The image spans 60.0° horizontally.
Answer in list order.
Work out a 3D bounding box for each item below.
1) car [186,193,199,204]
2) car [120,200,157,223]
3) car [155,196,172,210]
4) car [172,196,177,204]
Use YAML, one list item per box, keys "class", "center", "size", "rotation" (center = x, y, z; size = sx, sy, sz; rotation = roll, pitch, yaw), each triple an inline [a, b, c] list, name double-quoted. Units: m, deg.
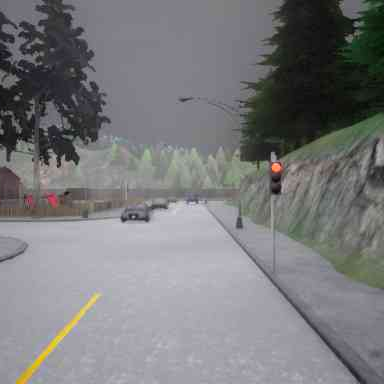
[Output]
- class: "car"
  center: [0.068, 1.221, 62.571]
  size: [2.150, 2.045, 5.566]
  rotation: [0, 0, 0]
- class: "car"
  center: [-4.074, 1.564, 25.184]
  size: [1.994, 1.385, 4.181]
  rotation: [0, 0, 0]
- class: "car"
  center: [-4.053, 1.478, 42.935]
  size: [1.882, 1.535, 5.008]
  rotation: [0, 1, 0]
- class: "car"
  center: [-3.944, 1.547, 65.792]
  size: [2.033, 1.411, 5.357]
  rotation: [0, 0, 0]
